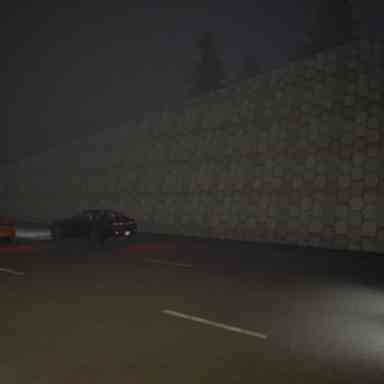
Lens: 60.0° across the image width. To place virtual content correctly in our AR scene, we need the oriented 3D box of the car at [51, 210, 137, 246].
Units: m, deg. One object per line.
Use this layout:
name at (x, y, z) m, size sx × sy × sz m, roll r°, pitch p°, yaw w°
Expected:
car at (-4.812, 1.617, 16.017) m, size 4.902 × 1.511 × 2.128 m, roll -1°, pitch 0°, yaw 35°

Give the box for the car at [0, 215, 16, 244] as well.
car at (-10.245, 1.642, 15.589) m, size 5.008 × 1.535 × 1.882 m, roll -1°, pitch 0°, yaw 35°
